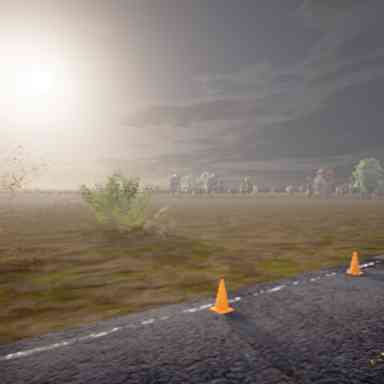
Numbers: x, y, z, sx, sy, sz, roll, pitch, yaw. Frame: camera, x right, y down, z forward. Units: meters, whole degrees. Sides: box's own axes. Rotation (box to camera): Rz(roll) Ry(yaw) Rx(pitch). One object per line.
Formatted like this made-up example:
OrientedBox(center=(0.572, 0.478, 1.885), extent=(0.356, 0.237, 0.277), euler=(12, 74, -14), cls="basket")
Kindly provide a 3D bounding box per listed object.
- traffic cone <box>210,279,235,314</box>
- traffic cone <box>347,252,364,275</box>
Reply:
OrientedBox(center=(0.586, 1.970, 6.397), extent=(0.340, 0.580, 0.340), euler=(0, 0, -36), cls="traffic cone")
OrientedBox(center=(4.590, 1.982, 9.346), extent=(0.340, 0.580, 0.340), euler=(0, 0, -37), cls="traffic cone")
